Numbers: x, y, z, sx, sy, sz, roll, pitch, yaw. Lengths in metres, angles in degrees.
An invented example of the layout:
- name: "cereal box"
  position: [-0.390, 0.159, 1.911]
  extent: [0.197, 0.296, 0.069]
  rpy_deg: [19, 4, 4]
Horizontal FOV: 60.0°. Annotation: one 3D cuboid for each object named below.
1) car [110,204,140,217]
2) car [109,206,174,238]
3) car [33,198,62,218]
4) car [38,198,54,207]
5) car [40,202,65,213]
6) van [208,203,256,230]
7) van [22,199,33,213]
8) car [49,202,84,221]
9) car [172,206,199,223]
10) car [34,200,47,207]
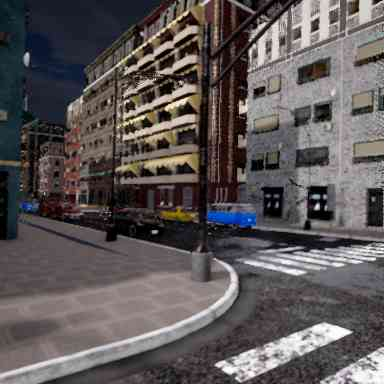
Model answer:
- name: "car"
  position: [-7.827, 2.122, 38.490]
  extent: [1.802, 1.307, 4.206]
  rpy_deg: [2, -1, -36]
- name: "car"
  position: [-3.152, 1.664, 18.520]
  extent: [1.947, 1.339, 4.313]
  rpy_deg: [2, -1, -36]
- name: "car"
  position: [-14.186, 1.604, 33.854]
  extent: [2.192, 1.841, 5.009]
  rpy_deg: [2, -1, -36]
- name: "car"
  position: [-30.756, 2.252, 69.962]
  extent: [2.192, 1.841, 5.009]
  rpy_deg: [1, -1, -36]
- name: "car"
  position: [-18.626, 2.041, 44.280]
  extent: [1.895, 1.301, 4.718]
  rpy_deg: [2, -2, -36]
- name: "van"
  position: [2.820, 1.709, 24.145]
  extent: [1.690, 1.788, 3.998]
  rpy_deg: [2, -1, -36]
- name: "van"
  position: [-20.749, 1.741, 42.836]
  extent: [1.690, 1.788, 3.998]
  rpy_deg: [2, -1, -36]
- name: "car"
  position: [-10.923, 1.815, 29.347]
  extent: [1.802, 1.307, 4.206]
  rpy_deg: [2, -1, -36]
- name: "car"
  position: [-1.300, 1.959, 29.694]
  extent: [1.752, 1.417, 4.829]
  rpy_deg: [2, -1, -36]
- name: "car"
  position: [-34.075, 2.525, 74.632]
  extent: [1.752, 1.417, 4.829]
  rpy_deg: [1, -1, -36]
